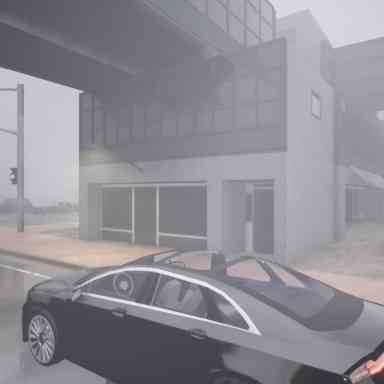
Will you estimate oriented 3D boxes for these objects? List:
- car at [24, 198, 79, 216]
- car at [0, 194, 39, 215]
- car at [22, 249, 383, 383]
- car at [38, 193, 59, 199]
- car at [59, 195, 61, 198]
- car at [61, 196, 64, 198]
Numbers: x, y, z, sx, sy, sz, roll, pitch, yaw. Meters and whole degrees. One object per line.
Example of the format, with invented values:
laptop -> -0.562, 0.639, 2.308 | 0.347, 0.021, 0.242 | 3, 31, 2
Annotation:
car -> -13.405, 1.601, 32.655 | 1.895, 1.301, 4.718 | 0, 0, 36
car -> -17.903, 1.352, 32.429 | 2.097, 1.767, 4.553 | 0, 0, 36
car -> -0.217, 1.492, 4.148 | 4.902, 1.511, 2.128 | 0, 0, 35
car -> -30.588, 1.153, 69.404 | 4.605, 1.855, 1.932 | 0, 0, 35
car -> -28.861, 1.364, 71.730 | 3.905, 1.438, 1.784 | 0, 0, 35
car -> -12.565, 1.478, 39.660 | 1.882, 1.535, 5.008 | 0, 0, 37
